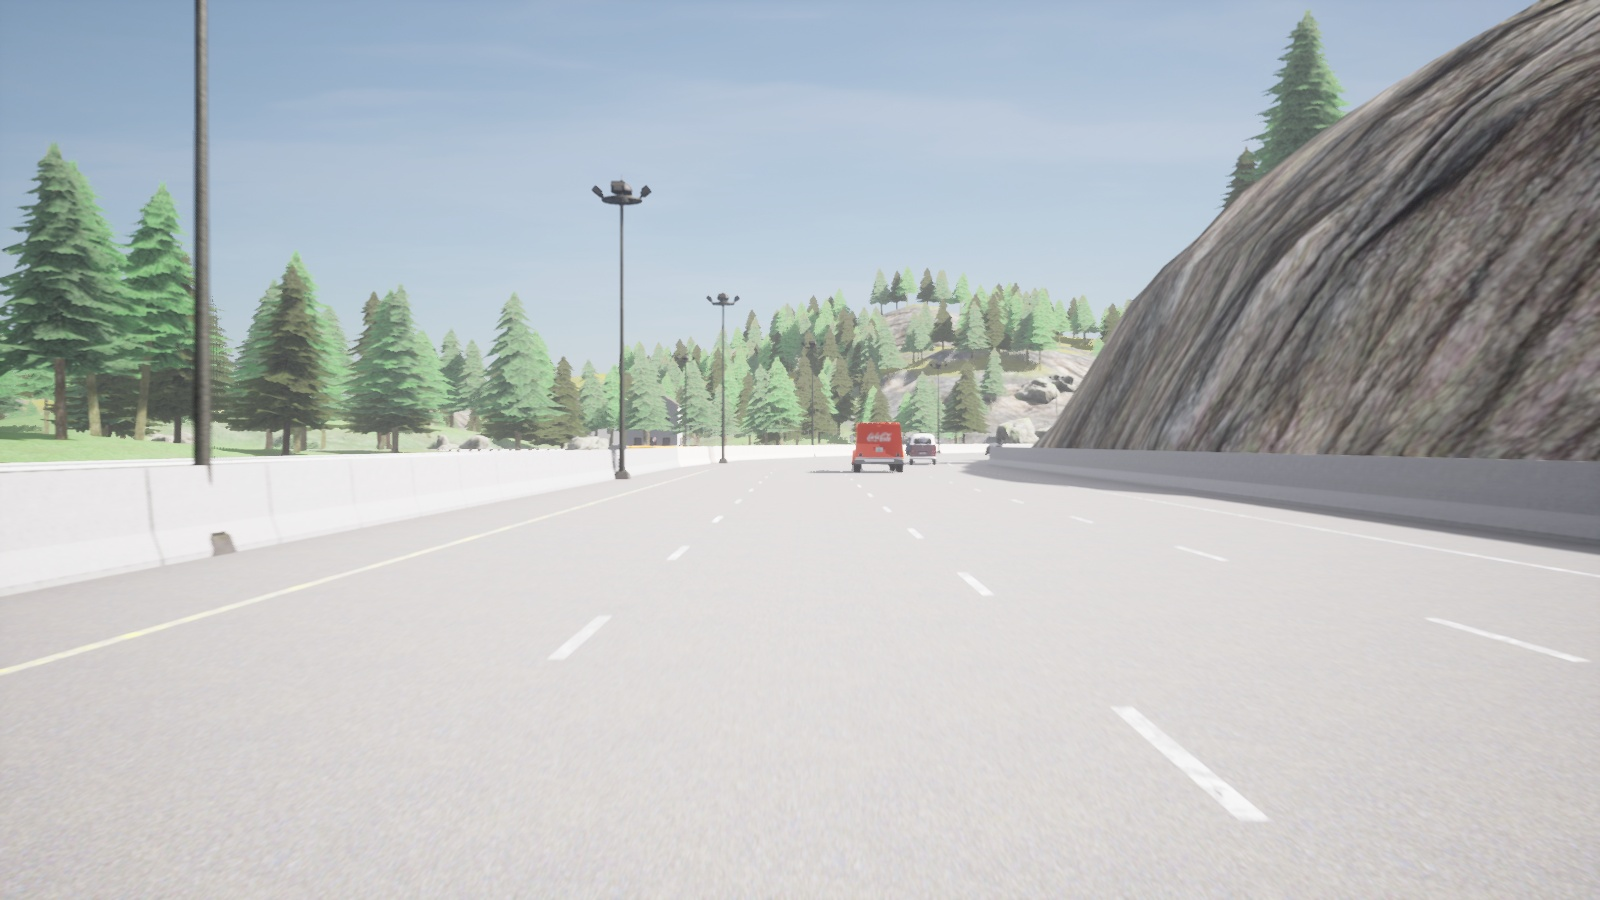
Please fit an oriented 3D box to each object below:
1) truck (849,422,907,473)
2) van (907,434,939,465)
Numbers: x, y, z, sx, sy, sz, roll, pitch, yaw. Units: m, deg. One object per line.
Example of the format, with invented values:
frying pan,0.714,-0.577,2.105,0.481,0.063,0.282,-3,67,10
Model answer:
truck,3.876,-0.130,63.605,2.627,2.467,5.204,0,0,0
van,8.234,-0.041,83.866,2.069,2.038,4.480,0,0,6
